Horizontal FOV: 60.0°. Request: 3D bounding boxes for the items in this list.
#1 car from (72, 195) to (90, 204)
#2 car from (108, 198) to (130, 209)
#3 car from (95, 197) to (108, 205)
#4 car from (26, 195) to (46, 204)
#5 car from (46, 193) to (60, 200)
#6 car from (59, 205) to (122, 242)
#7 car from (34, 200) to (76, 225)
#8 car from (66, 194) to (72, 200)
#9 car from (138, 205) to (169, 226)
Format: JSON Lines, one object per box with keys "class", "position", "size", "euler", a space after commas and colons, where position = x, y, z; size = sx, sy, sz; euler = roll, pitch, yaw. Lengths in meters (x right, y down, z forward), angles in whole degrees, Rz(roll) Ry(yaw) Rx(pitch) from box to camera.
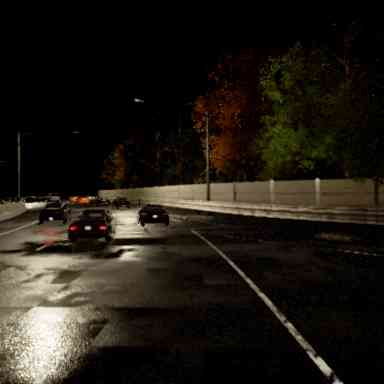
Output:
{"class": "car", "position": [-22.336, 1.521, 67.586], "size": [2.097, 1.767, 4.553], "euler": [0, 0, -31]}
{"class": "car", "position": [-9.695, 1.578, 44.812], "size": [1.837, 1.490, 4.892], "euler": [0, -1, -23]}
{"class": "car", "position": [-14.877, 1.606, 55.501], "size": [2.128, 1.511, 4.902], "euler": [0, 0, -30]}
{"class": "car", "position": [-32.945, 1.575, 69.154], "size": [2.128, 1.511, 4.902], "euler": [0, 0, -43]}
{"class": "car", "position": [-30.308, 1.259, 71.450], "size": [2.150, 2.045, 5.566], "euler": [0, 0, -43]}
{"class": "car", "position": [-4.824, 1.584, 16.598], "size": [2.033, 1.411, 5.357], "euler": [0, 0, -9]}
{"class": "car", "position": [-10.177, 1.579, 25.002], "size": [1.837, 1.490, 4.892], "euler": [0, 0, -14]}
{"class": "car", "position": [-25.726, 1.359, 73.351], "size": [2.097, 1.767, 4.553], "euler": [0, 0, -28]}
{"class": "car", "position": [-2.836, 1.590, 23.909], "size": [1.994, 1.385, 4.181], "euler": [0, 0, -12]}
